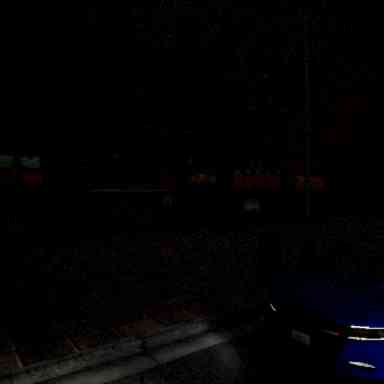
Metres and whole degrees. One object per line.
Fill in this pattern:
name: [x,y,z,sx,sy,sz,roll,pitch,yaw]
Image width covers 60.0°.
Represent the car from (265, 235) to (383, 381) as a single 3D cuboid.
car: [3.340,1.482,5.437,5.008,1.535,1.882,0,0,-35]
